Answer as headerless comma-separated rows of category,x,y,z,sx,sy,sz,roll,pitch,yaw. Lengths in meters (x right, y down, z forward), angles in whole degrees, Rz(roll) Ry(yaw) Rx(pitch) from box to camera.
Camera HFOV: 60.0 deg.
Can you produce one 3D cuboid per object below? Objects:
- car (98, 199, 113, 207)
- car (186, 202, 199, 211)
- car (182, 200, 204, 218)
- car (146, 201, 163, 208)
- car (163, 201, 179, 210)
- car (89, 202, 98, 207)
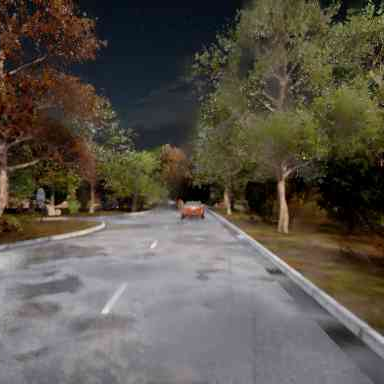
car,-15.973,2.410,69.586,5.566,2.045,2.150,0,-2,-2
car,0.069,2.264,52.451,1.994,1.385,4.181,0,-1,0
car,0.070,1.616,32.769,2.097,1.767,4.553,-1,-1,0
car,-7.671,2.754,71.040,4.892,1.490,1.837,-1,-3,26
car,-3.606,2.412,60.335,1.812,1.442,4.674,1,-1,-12
car,-20.341,2.781,72.653,5.008,1.535,1.882,0,-2,0
